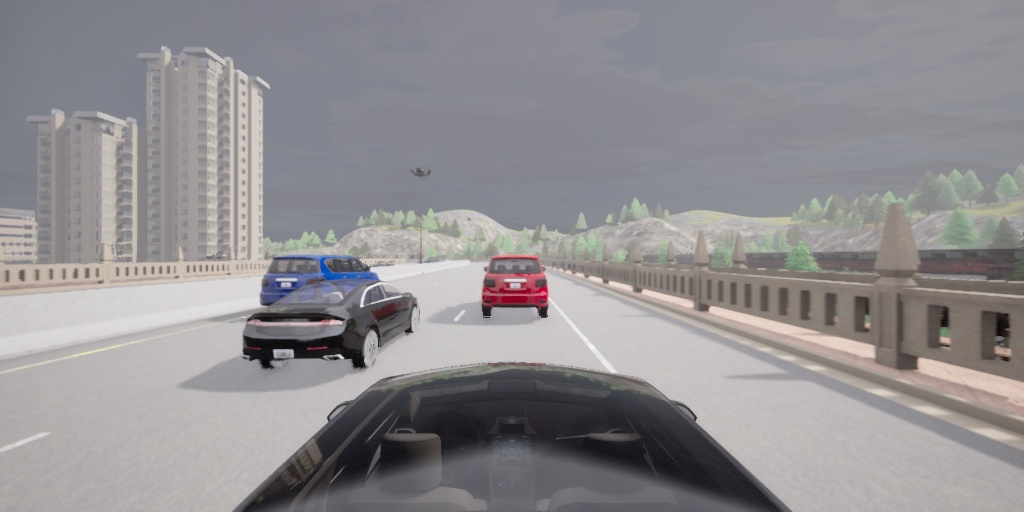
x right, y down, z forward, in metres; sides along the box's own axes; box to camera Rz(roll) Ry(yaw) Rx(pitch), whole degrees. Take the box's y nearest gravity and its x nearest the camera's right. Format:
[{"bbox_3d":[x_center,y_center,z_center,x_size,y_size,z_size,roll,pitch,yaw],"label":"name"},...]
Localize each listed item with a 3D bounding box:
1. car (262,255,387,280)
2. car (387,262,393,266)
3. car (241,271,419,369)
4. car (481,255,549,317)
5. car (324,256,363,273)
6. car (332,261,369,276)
[{"bbox_3d":[-6.903,0.976,13.638,2.150,2.045,5.566,0,0,0],"label":"car"},{"bbox_3d":[-14.095,1.332,38.703,1.994,1.385,4.181,0,0,0],"label":"car"},{"bbox_3d":[-3.402,1.244,7.767,2.128,1.511,4.902,0,0,0],"label":"car"},{"bbox_3d":[0.098,0.976,13.347,2.150,2.045,5.566,0,0,0],"label":"car"},{"bbox_3d":[-21.083,1.002,45.162,2.150,2.045,5.566,0,0,0],"label":"car"},{"bbox_3d":[-17.594,1.273,39.230,1.837,1.490,4.892,0,0,0],"label":"car"}]
